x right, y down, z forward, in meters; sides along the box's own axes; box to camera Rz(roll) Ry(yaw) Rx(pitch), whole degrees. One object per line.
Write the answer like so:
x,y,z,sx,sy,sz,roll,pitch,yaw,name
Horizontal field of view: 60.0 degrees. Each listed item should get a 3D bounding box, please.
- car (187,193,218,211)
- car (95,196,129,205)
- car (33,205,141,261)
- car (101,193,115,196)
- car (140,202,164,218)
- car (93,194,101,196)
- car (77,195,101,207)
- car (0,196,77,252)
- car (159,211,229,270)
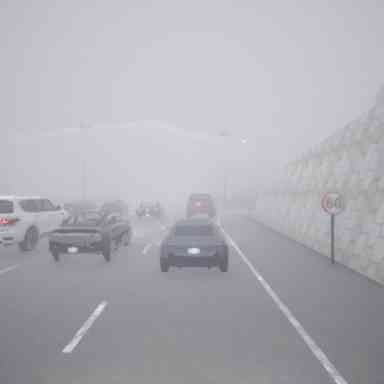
0.938,1.106,28.751,2.150,2.045,5.566,0,0,9,car
-6.917,1.385,30.012,1.837,1.490,4.892,0,0,0,car
-3.423,1.444,12.011,2.128,1.511,4.902,0,0,0,car
-21.011,1.187,84.995,1.812,1.442,4.674,0,0,0,car
-3.423,1.489,28.082,1.895,1.301,4.718,0,0,0,car
-24.511,1.187,84.994,2.128,1.511,4.902,0,0,0,car
-10.415,1.353,31.292,1.882,1.535,5.008,0,0,0,car
-6.914,1.166,13.707,2.150,2.045,5.566,0,0,0,car
0.071,1.521,10.835,1.994,1.385,4.181,0,0,0,car
